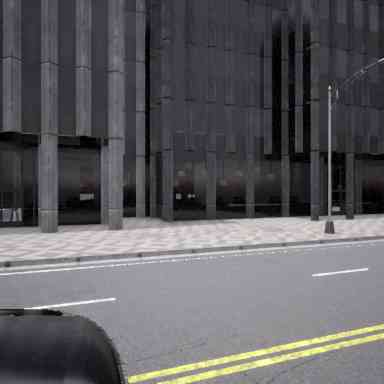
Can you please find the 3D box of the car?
[{"bbox_3d":[-2.881,1.223,1.121,5.566,2.045,2.150,0,0,-22],"label":"car"}]
